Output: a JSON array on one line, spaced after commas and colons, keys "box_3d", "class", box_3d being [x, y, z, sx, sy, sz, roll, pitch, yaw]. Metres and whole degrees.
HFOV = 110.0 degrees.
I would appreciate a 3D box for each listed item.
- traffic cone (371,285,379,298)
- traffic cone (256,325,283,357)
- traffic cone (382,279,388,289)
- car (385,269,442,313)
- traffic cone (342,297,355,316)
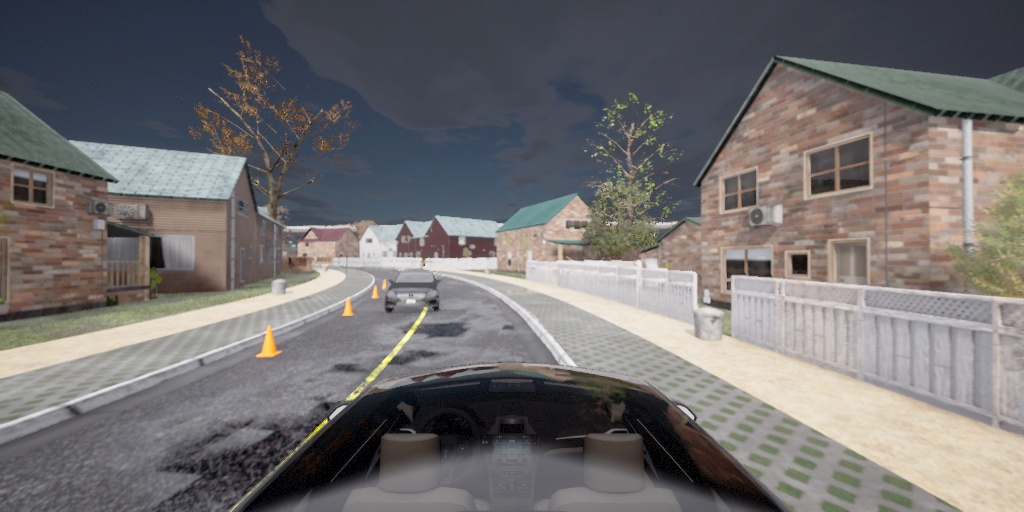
[{"box_3d": [-6.398, 1.660, 16.779, 0.340, 0.580, 0.340, 0, 0, -13], "class": "traffic cone"}, {"box_3d": [-4.888, 1.690, 7.225, 0.340, 0.580, 0.340, 0, 0, -5], "class": "traffic cone"}, {"box_3d": [-7.615, 1.645, 21.462, 0.340, 0.580, 0.340, 0, 0, -16], "class": "traffic cone"}, {"box_3d": [-3.763, 1.242, 14.140, 1.812, 1.442, 4.674, 0, 0, -11], "class": "car"}, {"box_3d": [-5.488, 1.675, 12.026, 0.340, 0.580, 0.340, 0, 0, -9], "class": "traffic cone"}]
